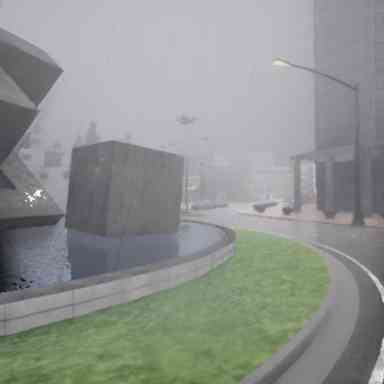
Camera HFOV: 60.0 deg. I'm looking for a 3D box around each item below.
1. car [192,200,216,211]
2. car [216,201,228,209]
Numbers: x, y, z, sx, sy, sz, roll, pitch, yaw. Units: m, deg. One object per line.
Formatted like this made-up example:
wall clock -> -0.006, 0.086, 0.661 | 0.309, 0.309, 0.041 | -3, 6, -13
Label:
car -> 1.728, 2.107, 53.886 | 2.097, 1.767, 4.553 | -1, -1, 23
car -> 5.434, 2.425, 63.277 | 1.994, 1.385, 4.181 | -1, -1, 21
